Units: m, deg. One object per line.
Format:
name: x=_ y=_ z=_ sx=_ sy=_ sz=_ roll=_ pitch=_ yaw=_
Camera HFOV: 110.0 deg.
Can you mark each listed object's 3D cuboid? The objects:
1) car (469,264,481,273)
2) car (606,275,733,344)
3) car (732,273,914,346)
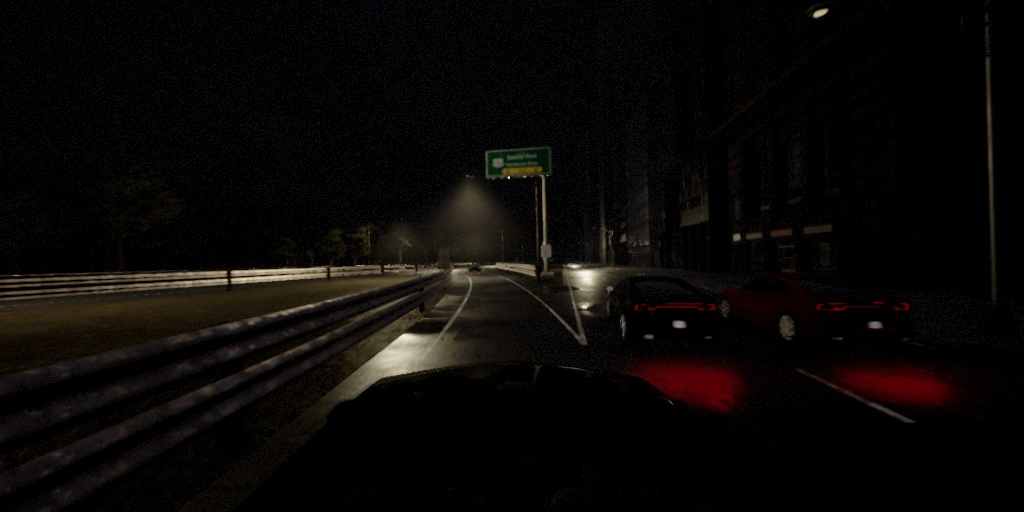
car: x=-6.014 y=1.961 z=57.740 sx=1.895 sy=1.301 sz=4.718 roll=-1 pitch=-1 yaw=-8
car: x=3.727 y=1.253 z=9.726 sx=1.882 sy=1.535 sz=5.008 roll=-1 pitch=-1 yaw=8
car: x=7.192 y=1.169 z=9.224 sx=1.882 sy=1.535 sz=5.008 roll=-1 pitch=-1 yaw=8
